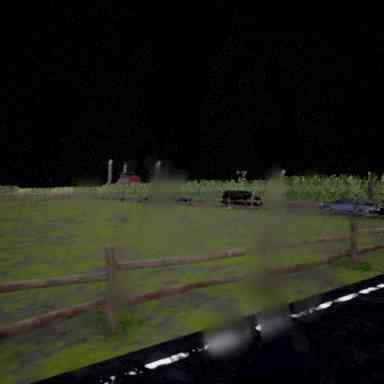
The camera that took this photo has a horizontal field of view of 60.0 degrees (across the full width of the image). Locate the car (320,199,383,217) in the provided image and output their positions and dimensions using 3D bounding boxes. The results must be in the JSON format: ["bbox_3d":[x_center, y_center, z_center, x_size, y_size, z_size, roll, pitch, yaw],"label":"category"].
[{"bbox_3d":[13.725,1.265,28.398,2.033,1.411,5.357,1,0,-34],"label":"car"}]

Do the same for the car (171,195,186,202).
[{"bbox_3d":[-3.062,1.141,57.392,1.895,1.301,4.718,1,0,-35],"label":"car"}]

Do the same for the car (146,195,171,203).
[{"bbox_3d":[-5.964,1.105,56.533,1.895,1.301,4.718,1,0,-35],"label":"car"}]

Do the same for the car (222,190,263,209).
[{"bbox_3d":[5.914,0.848,39.541,2.150,2.045,5.566,1,0,-35],"label":"car"}]
